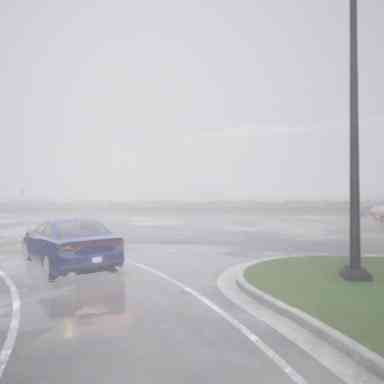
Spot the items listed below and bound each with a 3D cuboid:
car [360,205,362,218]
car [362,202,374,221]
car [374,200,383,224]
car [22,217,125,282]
[{"bbox_3d":[15.235,1.346,26.278,4.902,1.511,2.128,0,0,9],"label":"car"},{"bbox_3d":[14.665,1.215,22.823,4.553,1.767,2.097,0,0,9],"label":"car"},{"bbox_3d":[13.853,1.350,19.408,5.008,1.535,1.882,0,0,9],"label":"car"},{"bbox_3d":[-3.758,1.496,10.116,1.882,1.535,5.008,0,0,-36],"label":"car"}]
